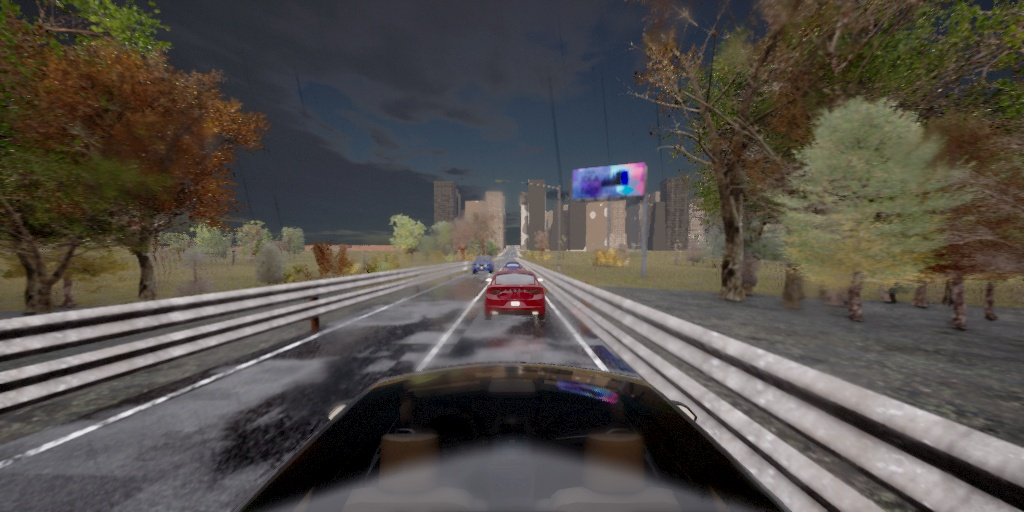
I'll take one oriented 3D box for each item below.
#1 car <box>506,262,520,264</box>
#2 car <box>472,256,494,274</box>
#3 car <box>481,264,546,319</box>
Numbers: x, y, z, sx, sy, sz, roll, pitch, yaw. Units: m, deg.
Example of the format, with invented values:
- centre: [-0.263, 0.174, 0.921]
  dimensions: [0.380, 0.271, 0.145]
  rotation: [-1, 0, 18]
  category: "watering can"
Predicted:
- centre: [0.085, 1.264, 33.482]
  dimensions: [1.812, 1.442, 4.674]
  rotation: [0, 0, 0]
  category: "car"
- centre: [-3.283, 0.961, 41.573]
  dimensions: [2.150, 2.045, 5.566]
  rotation: [0, 0, 0]
  category: "car"
- centre: [0.095, 1.223, 12.804]
  dimensions: [1.882, 1.535, 5.008]
  rotation: [0, 0, 0]
  category: "car"
